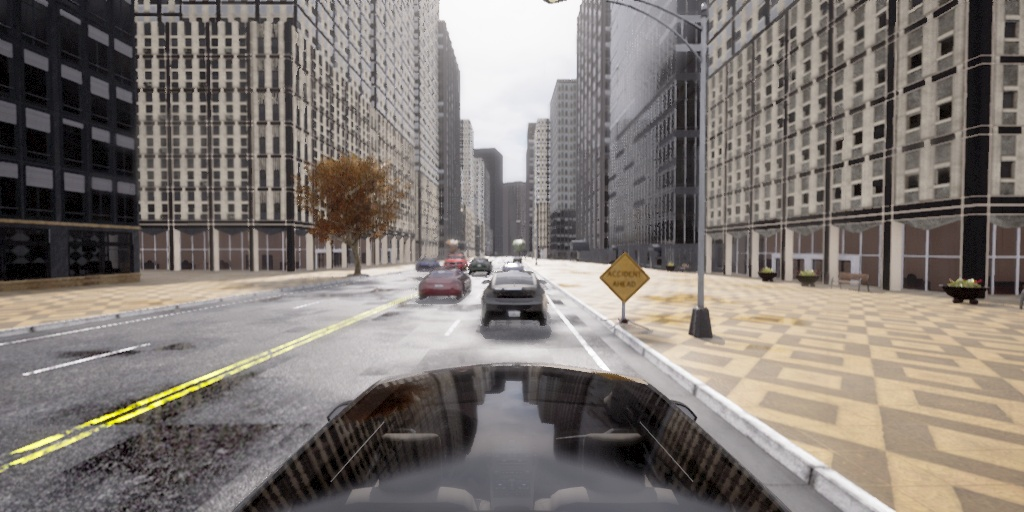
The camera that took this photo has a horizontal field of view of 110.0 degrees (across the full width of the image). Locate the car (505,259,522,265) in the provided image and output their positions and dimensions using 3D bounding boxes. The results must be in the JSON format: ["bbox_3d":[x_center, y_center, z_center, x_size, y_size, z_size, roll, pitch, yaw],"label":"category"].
[{"bbox_3d":[0.093,1.176,30.032,2.033,1.411,5.357,0,0,0],"label":"car"}]

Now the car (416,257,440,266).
[{"bbox_3d":[-9.834,0.929,42.154,2.097,1.767,4.553,0,0,0],"label":"car"}]

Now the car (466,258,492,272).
[{"bbox_3d":[-3.146,0.951,36.687,2.097,1.767,4.553,0,0,0],"label":"car"}]

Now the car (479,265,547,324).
[{"bbox_3d":[0.073,1.213,11.668,1.837,1.490,4.892,0,1,0],"label":"car"}]

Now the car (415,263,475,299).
[{"bbox_3d":[-3.159,1.247,17.515,1.994,1.385,4.181,0,0,0],"label":"car"}]

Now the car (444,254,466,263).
[{"bbox_3d":[-6.587,0.800,42.193,2.150,2.045,5.566,0,0,0],"label":"car"}]

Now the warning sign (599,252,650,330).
[{"bbox_3d":[2.852,0.833,9.194,1.300,1.860,1.060,0,0,0],"label":"warning sign"}]
